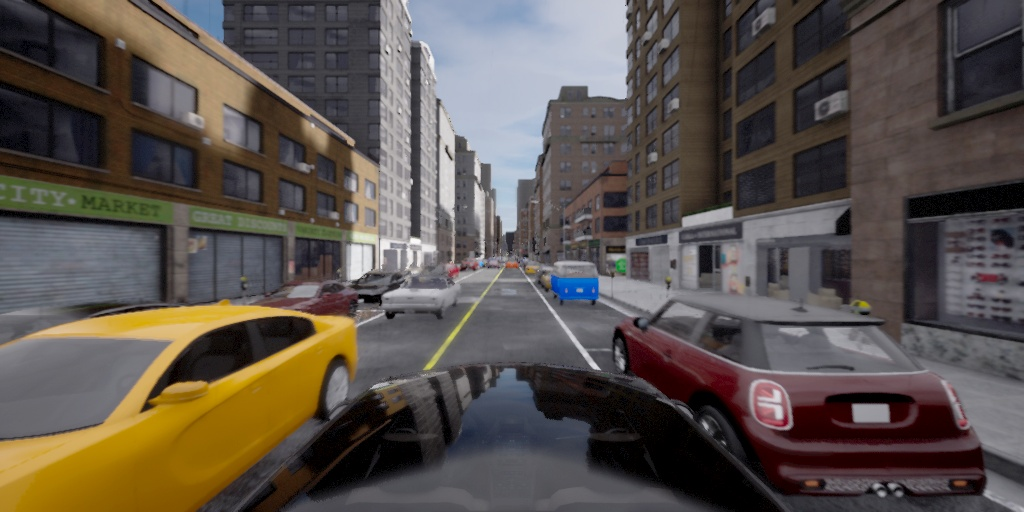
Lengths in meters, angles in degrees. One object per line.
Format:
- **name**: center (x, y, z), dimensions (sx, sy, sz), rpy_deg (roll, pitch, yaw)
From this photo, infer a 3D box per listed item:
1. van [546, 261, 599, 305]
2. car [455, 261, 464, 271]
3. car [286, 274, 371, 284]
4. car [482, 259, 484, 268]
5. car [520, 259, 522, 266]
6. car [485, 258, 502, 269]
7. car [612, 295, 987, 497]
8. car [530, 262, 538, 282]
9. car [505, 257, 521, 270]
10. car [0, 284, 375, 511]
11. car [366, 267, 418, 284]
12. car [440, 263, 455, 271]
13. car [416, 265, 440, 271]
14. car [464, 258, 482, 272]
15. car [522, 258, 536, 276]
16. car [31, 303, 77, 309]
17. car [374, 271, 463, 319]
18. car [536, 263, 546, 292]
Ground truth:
- **van**: center (2.667, 1.128, 15.941), dimensions (1.690, 1.789, 3.998), rpy_deg (0, 0, 0)
- **car**: center (-5.860, 1.374, 32.939), dimensions (1.888, 1.381, 4.507), rpy_deg (0, 0, 0)
- **car**: center (-5.858, 1.355, 10.267), dimensions (1.802, 1.307, 4.207), rpy_deg (0, 0, 0)
- **car**: center (-5.861, 1.431, 55.612), dimensions (2.007, 1.370, 4.403), rpy_deg (0, 0, 0)
- **car**: center (2.664, 1.446, 55.626), dimensions (1.948, 1.339, 4.313), rpy_deg (0, 0, 0)
- **car**: center (-3.044, 1.414, 59.397), dimensions (1.812, 1.442, 4.674), rpy_deg (0, 0, 1)
- **car**: center (2.668, 1.198, 4.602), dimensions (1.967, 1.591, 4.097), rpy_deg (0, 0, 0)
- **car**: center (2.666, 1.366, 27.280), dimensions (2.007, 1.370, 4.403), rpy_deg (0, 0, 0)
- **car**: center (-0.004, 1.260, 57.638), dimensions (2.097, 1.767, 4.553), rpy_deg (0, 0, 0)
- **car**: center (-3.100, 1.232, 3.038), dimensions (1.882, 1.535, 5.008), rpy_deg (0, 0, 0)
- **car**: center (-5.859, 1.354, 15.935), dimensions (1.948, 1.339, 4.313), rpy_deg (0, 0, 0)
- **car**: center (-5.859, 1.382, 27.271), dimensions (1.948, 1.339, 4.313), rpy_deg (0, 0, 0)
- **car**: center (-5.859, 1.328, 21.433), dimensions (1.751, 1.417, 4.829), rpy_deg (0, 0, 0)
- **car**: center (-5.861, 1.182, 49.945), dimensions (2.192, 1.841, 5.009), rpy_deg (0, 0, 0)
- **car**: center (2.347, 1.301, 39.451), dimensions (1.801, 1.575, 5.366), rpy_deg (0, 0, 0)
- **car**: center (-5.858, 1.324, 4.598), dimensions (1.948, 1.339, 4.313), rpy_deg (0, 0, 0)
- **car**: center (-3.093, 1.381, 13.080), dimensions (1.895, 1.301, 4.718), rpy_deg (0, 0, 0)
- **car**: center (2.667, 1.327, 21.780), dimensions (1.751, 1.417, 4.829), rpy_deg (0, 0, 0)
